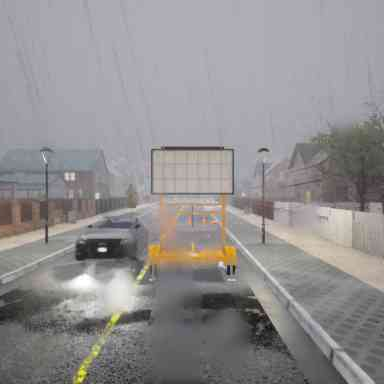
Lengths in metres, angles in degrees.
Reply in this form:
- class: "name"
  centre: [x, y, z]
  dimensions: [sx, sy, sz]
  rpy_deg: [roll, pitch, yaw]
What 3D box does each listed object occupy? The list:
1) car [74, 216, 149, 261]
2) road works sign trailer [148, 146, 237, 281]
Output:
- class: "car"
  centre: [-2.745, 1.573, 12.152]
  dimensions: [1.994, 1.385, 4.181]
  rpy_deg: [0, 0, 0]
- class: "road works sign trailer"
  centre: [0.016, 0.471, 9.818]
  dimensions: [2.380, 3.560, 2.880]
  rpy_deg: [0, 0, 0]
